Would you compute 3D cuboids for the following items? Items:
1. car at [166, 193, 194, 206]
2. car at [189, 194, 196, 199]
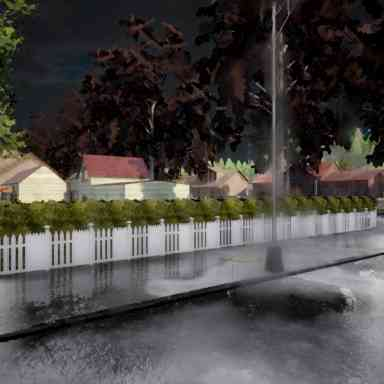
[{"bbox_3d":[-2.191,1.221,57.456,2.150,2.045,5.566,0,0,-35],"label":"car"},{"bbox_3d":[-0.896,1.224,48.534,2.150,2.045,5.566,0,0,-35],"label":"car"}]
